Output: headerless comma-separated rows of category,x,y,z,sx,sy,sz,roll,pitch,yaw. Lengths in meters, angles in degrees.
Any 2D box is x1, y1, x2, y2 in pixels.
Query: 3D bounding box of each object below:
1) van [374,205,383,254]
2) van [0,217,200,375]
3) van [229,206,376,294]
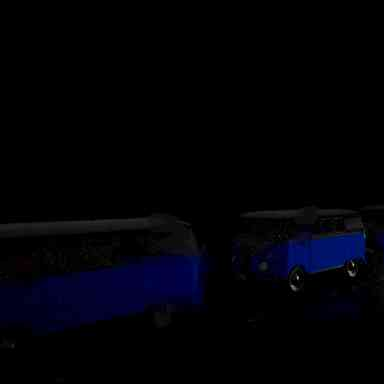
van,7.334,1.336,11.757,3.998,1.788,1.690,0,-1,-35
van,-1.770,1.341,5.283,3.998,1.788,1.690,0,-1,-35
van,2.782,1.339,8.520,3.998,1.788,1.690,0,-1,-35
